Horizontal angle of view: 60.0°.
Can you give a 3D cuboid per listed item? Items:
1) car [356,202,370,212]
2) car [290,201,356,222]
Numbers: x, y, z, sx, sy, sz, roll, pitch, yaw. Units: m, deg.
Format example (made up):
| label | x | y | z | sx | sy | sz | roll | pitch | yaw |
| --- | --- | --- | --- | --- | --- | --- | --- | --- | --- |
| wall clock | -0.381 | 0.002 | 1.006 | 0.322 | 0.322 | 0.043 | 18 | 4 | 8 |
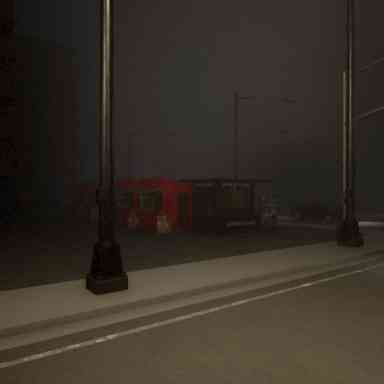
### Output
| label | x | y | z | sx | sy | sz | roll | pitch | yaw |
| --- | --- | --- | --- | --- | --- | --- | --- | --- | --- |
| car | 18.606 | 1.724 | 40.497 | 2.033 | 1.411 | 5.357 | 0 | -1 | -36 |
| car | 10.466 | 1.612 | 27.557 | 1.837 | 1.490 | 4.892 | 0 | -1 | -36 |
